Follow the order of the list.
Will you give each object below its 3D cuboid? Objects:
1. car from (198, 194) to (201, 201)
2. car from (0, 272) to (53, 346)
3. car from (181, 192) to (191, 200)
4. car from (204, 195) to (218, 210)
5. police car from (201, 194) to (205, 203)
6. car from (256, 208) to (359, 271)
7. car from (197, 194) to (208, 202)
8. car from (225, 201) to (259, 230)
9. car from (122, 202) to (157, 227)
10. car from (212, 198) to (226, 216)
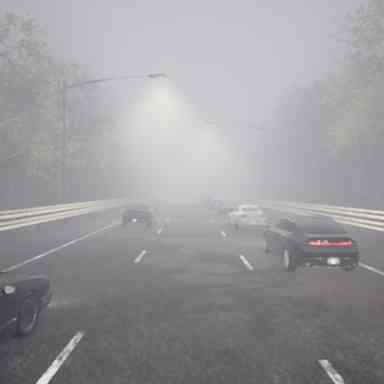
[{"bbox_3d":[2.651,1.442,64.978,2.033,1.411,5.357,0,0,-1],"label":"car"},{"bbox_3d":[-3.407,1.543,3.517,2.033,1.411,5.357,0,0,0],"label":"car"},{"bbox_3d":[-1.424,1.013,84.824,2.150,2.045,5.566,0,0,-2],"label":"car"},{"bbox_3d":[3.121,1.439,42.939,2.163,1.488,4.792,0,0,-1],"label":"car"},{"bbox_3d":[2.908,1.341,54.054,1.930,1.638,5.238,0,0,-1],"label":"police car"},{"bbox_3d":[3.564,1.491,10.805,1.837,1.490,4.892,0,0,0],"label":"car"},{"bbox_3d":[2.346,1.303,76.011,2.033,1.649,4.856,0,0,-2],"label":"car"},{"bbox_3d":[3.406,1.497,20.836,1.812,1.442,4.674,0,0,0],"label":"car"},{"bbox_3d":[-3.518,1.473,22.666,1.837,1.490,4.892,0,0,-1],"label":"car"},{"bbox_3d":[3.287,1.554,31.902,1.895,1.301,4.718,0,0,-1],"label":"car"}]
